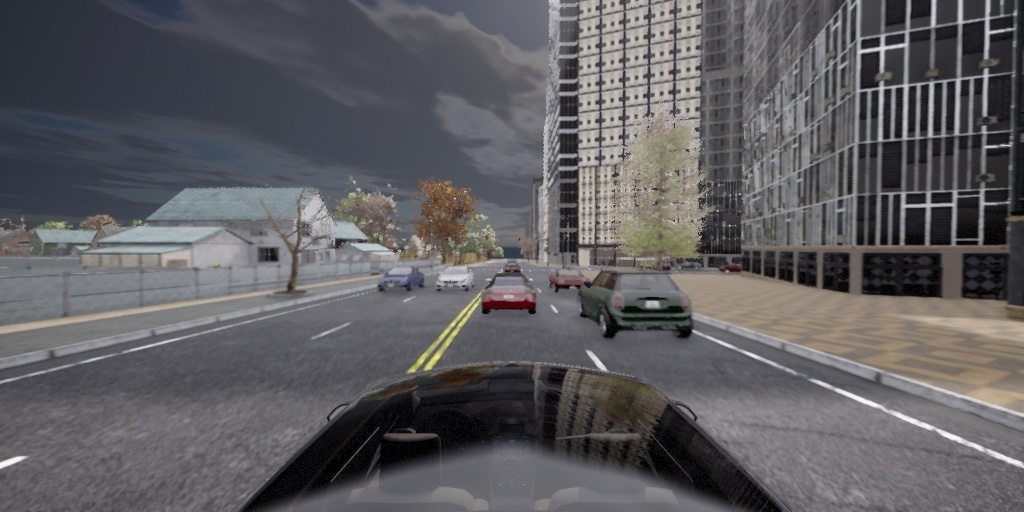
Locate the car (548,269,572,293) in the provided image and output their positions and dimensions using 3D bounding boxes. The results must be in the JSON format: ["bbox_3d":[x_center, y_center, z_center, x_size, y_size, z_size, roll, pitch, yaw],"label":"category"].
[{"bbox_3d":[3.243,1.418,21.471,1.895,1.301,4.718,0,0,0],"label":"car"}]

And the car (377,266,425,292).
[{"bbox_3d":[-6.604,1.344,21.908,1.812,1.442,4.674,0,0,0],"label":"car"}]

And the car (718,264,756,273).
[{"bbox_3d":[33.642,1.921,53.930,4.507,1.381,1.888,0,0,20],"label":"car"}]

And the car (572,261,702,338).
[{"bbox_3d":[3.247,1.131,10.407,2.097,1.767,4.553,0,0,0],"label":"car"}]

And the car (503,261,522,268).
[{"bbox_3d":[0.019,1.391,38.986,1.837,1.490,4.892,0,0,1],"label":"car"}]

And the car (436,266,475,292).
[{"bbox_3d":[-3.353,1.344,21.907,1.812,1.442,4.674,0,0,0],"label":"car"}]

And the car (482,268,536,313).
[{"bbox_3d":[-0.092,1.356,14.213,1.994,1.385,4.181,0,0,1],"label":"car"}]
